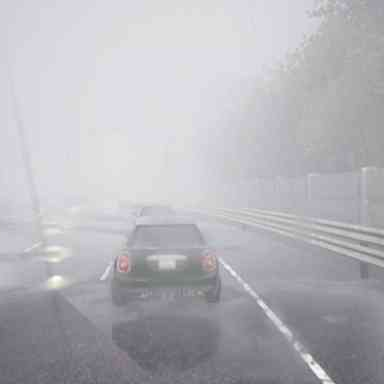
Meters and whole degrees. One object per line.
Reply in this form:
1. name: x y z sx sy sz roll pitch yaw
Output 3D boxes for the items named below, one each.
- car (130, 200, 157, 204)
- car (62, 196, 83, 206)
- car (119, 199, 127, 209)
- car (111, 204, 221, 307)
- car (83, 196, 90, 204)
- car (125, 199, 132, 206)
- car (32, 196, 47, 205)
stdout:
1. car: -1.838 1.353 16.449 2.097 1.767 4.553 0 0 -9
2. car: -20.375 1.562 55.545 2.033 1.411 5.357 0 0 -32
3. car: -8.573 1.554 43.509 2.033 1.411 5.357 0 0 -14
4. car: -0.673 1.352 8.220 2.097 1.767 4.553 0 0 -6
5. car: -20.555 1.493 62.007 1.882 1.535 5.008 0 0 -35
6. car: -3.985 1.551 26.534 2.033 1.411 5.357 0 0 -14
7. car: -27.204 1.511 59.282 2.128 1.511 4.902 0 0 -36
